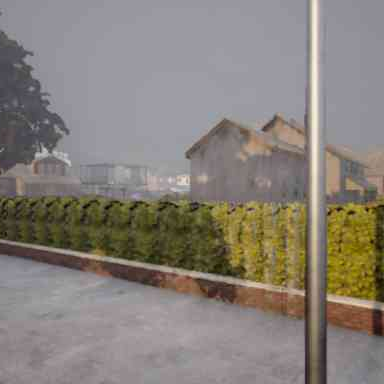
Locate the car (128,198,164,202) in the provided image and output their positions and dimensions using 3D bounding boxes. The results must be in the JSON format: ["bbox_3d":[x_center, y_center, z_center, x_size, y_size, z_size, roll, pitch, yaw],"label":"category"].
[{"bbox_3d":[-2.530,1.350,22.914,5.357,1.415,2.033,0,0,38],"label":"car"}]

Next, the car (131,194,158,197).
[{"bbox_3d":[-6.192,1.210,40.163,2.150,2.045,5.566,0,0,36],"label":"car"}]
